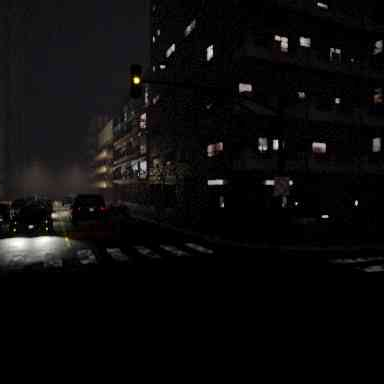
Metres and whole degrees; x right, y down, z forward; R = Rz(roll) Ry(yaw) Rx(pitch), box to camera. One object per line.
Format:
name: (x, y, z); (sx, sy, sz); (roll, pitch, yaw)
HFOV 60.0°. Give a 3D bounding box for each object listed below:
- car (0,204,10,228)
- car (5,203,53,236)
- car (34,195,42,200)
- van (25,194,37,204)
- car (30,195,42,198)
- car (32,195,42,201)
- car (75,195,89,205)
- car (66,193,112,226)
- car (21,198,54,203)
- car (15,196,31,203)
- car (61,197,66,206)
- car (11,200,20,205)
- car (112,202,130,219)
car: (-11.789, 1.494, 18.837); (1.752, 1.417, 4.829); (-1, 0, -23)
car: (-8.722, 1.535, 18.272); (1.994, 1.385, 4.181); (0, 0, -23)
car: (-40.224, 1.453, 86.809); (1.802, 1.307, 4.206); (-1, 0, -23)
van: (-29.316, 1.248, 60.725); (1.690, 1.788, 3.998); (-1, 0, -23)
car: (-16.168, 1.436, 36.309); (2.128, 1.511, 4.902); (0, 0, -23)
car: (-38.042, 1.429, 81.592); (2.008, 1.369, 4.403); (-1, 0, -23)
car: (-19.401, 1.354, 58.743); (1.967, 1.590, 4.097); (-1, 0, -23)
car: (-7.296, 1.186, 23.137); (2.150, 2.045, 5.566); (0, 0, -23)
car: (-12.313, 1.505, 26.931); (2.033, 1.411, 5.357); (0, 0, -22)
car: (-20.583, 1.482, 39.860); (1.887, 1.381, 4.507); (-1, 0, -23)
car: (-19.875, 1.446, 53.201); (1.812, 1.442, 4.674); (0, 0, -23)
car: (-14.037, 1.526, 24.210); (1.947, 1.339, 4.313); (-1, 0, -23)
car: (-6.306, 1.511, 27.445); (2.008, 1.369, 4.403); (-1, 0, -23)
